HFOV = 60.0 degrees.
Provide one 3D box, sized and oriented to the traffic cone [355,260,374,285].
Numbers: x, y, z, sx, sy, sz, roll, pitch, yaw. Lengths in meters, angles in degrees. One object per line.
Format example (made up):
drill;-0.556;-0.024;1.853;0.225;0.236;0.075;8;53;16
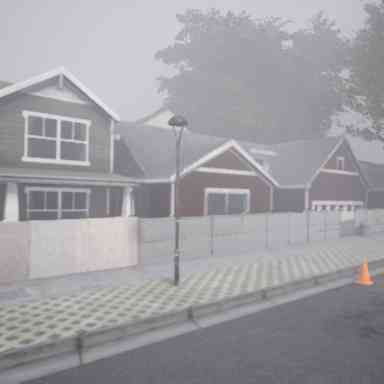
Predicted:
traffic cone;4.500;2.064;8.666;0.340;0.580;0.340;1;-1;-41
